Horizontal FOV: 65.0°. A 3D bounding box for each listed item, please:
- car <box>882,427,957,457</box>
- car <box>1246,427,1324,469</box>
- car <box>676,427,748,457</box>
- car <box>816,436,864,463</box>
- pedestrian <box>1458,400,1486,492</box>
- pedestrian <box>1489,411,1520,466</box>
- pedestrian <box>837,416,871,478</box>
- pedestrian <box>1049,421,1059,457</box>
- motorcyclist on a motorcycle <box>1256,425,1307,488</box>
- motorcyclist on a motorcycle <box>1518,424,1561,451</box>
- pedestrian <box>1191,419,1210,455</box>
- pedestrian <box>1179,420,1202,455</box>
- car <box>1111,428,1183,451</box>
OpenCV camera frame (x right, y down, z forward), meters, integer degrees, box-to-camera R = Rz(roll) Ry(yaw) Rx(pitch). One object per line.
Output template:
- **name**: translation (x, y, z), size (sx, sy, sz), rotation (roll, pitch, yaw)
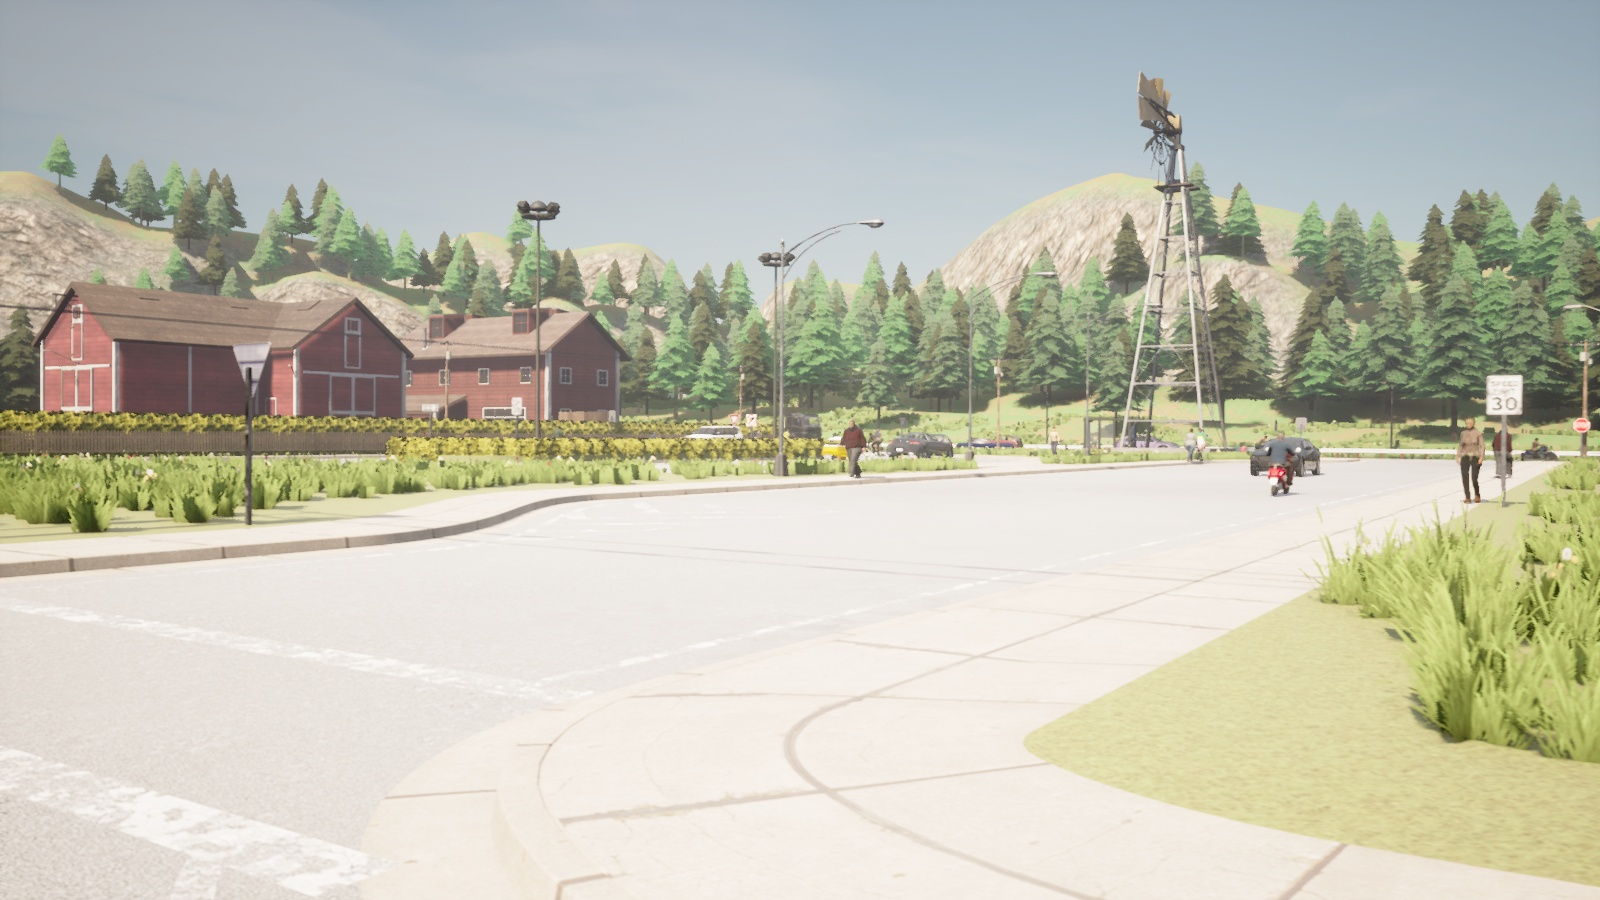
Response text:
- **car**: translation (6.857, -0.454, 71.536), size (2.152, 1.651, 5.027), rotation (0, 1, 33)
- **car**: translation (18.968, -0.107, 48.993), size (1.882, 1.535, 5.008), rotation (0, 1, 33)
- **car**: translation (-6.225, -0.592, 89.327), size (2.150, 2.045, 5.566), rotation (0, 1, 33)
- **car**: translation (2.056, -0.033, 64.138), size (1.481, 1.376, 2.207), rotation (0, 1, 33)
- **pedestrian**: translation (13.751, -0.083, 25.701), size (0.331, 1.846, 0.634), rotation (0, 1, 44)
- **pedestrian**: translation (23.789, -0.400, 42.397), size (0.899, 1.844, 0.634), rotation (-1, 1, -39)
- **pedestrian**: translation (1.608, -0.097, 37.495), size (0.634, 1.844, 0.899), rotation (0, 1, 32)
- **pedestrian**: translation (13.365, -0.580, 65.983), size (0.345, 1.836, 0.594), rotation (0, 1, 27)
- **motorcyclist on a motorcycle**: translation (12.367, 0.149, 32.246), size (0.866, 1.590, 1.817), rotation (0, 1, 33)
- **motorcyclist on a motorcycle**: translation (46.760, -0.815, 79.398), size (2.350, 1.649, 0.766), rotation (-1, 2, -7)
- **pedestrian**: translation (22.087, -0.716, 69.289), size (0.659, 1.952, 0.873), rotation (0, 1, 45)
- **pedestrian**: translation (20.782, -0.671, 66.850), size (0.874, 1.855, 0.900), rotation (0, 1, 38)
- **car**: translation (26.225, -0.804, 94.867), size (4.856, 1.649, 2.033), rotation (0, 1, 34)
